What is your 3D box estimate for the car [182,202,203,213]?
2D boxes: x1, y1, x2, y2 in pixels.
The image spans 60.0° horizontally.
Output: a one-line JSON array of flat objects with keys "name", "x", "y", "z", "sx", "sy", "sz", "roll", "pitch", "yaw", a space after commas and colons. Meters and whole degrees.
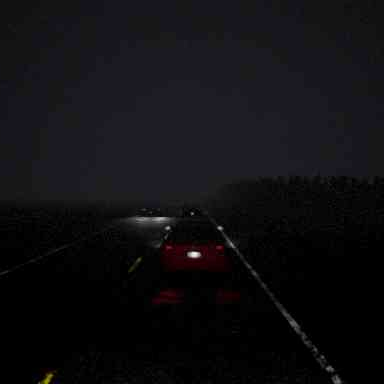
[{"name": "car", "x": 0.034, "y": 1.663, "z": 32.292, "sx": 1.895, "sy": 1.301, "sz": 4.718, "roll": 0, "pitch": 0, "yaw": 0}]

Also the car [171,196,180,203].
[{"name": "car", "x": -3.645, "y": 1.593, "z": 73.150, "sx": 1.837, "sy": 1.490, "sz": 4.892, "roll": 0, "pitch": 0, "yaw": 0}]

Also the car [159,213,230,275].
[{"name": "car", "x": 0.065, "y": 1.586, "z": 10.581, "sx": 1.994, "sy": 1.385, "sz": 4.181, "roll": 0, "pitch": 0, "yaw": 0}]

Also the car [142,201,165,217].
[{"name": "car", "x": -3.661, "y": 1.587, "z": 31.946, "sx": 1.812, "sy": 1.442, "sz": 4.674, "roll": 0, "pitch": 0, "yaw": 0}]
